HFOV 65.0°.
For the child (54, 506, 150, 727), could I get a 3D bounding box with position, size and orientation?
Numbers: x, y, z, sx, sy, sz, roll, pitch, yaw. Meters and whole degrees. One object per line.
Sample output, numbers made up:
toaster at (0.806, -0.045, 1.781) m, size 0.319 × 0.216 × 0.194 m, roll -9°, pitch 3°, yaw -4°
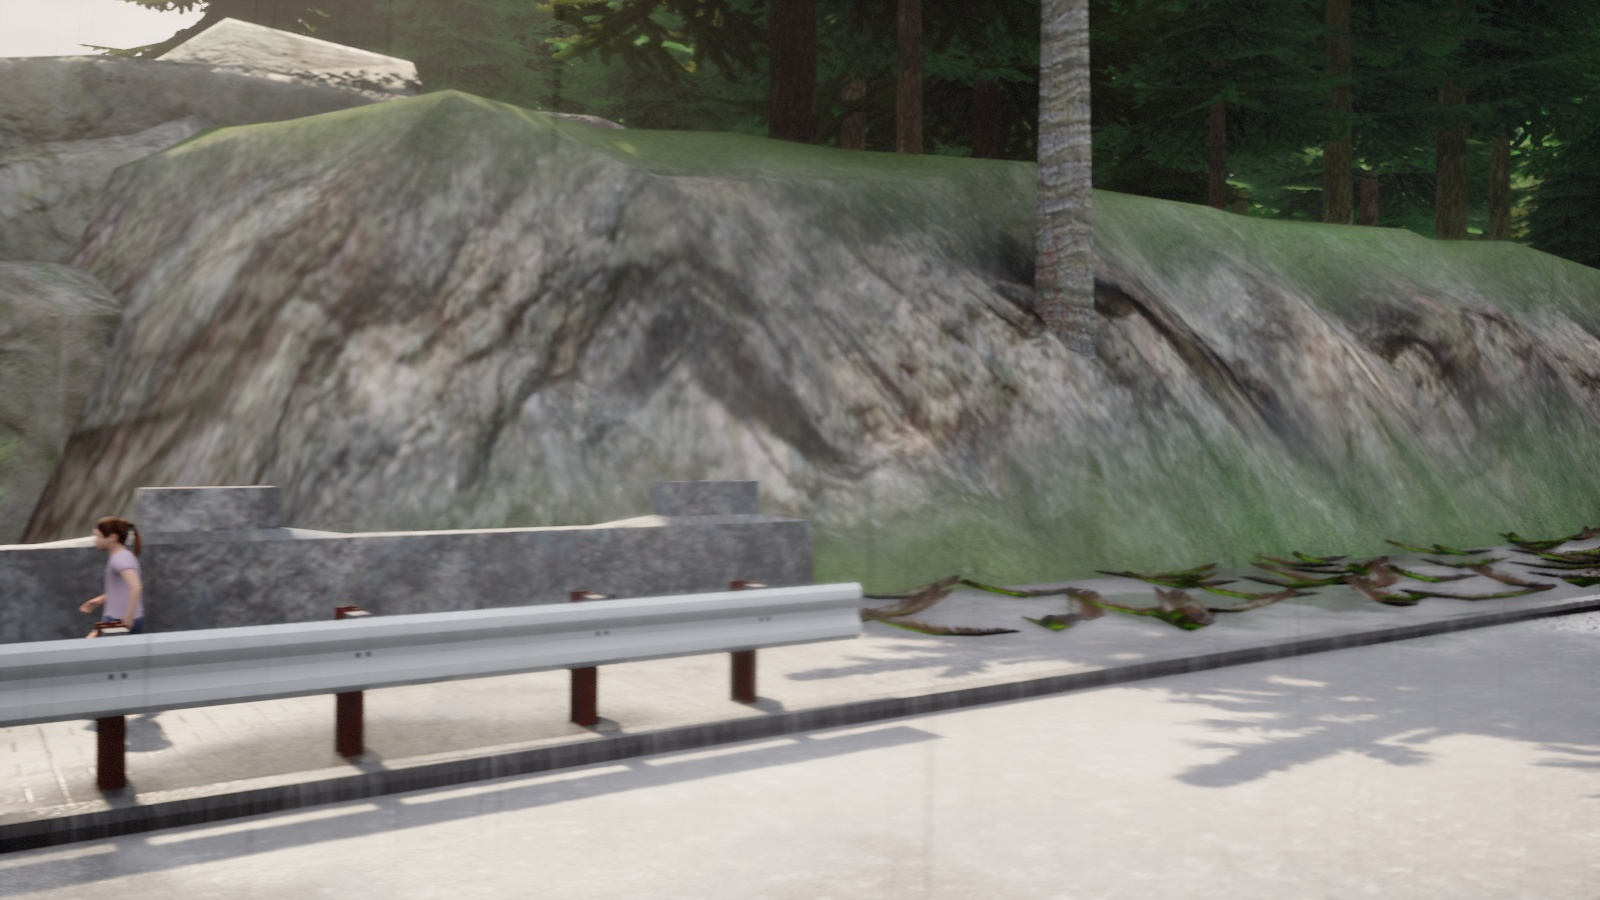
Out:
child at (-3.662, 0.859, 6.600) m, size 0.394 × 1.110 × 0.255 m, roll 0°, pitch 0°, yaw -18°
